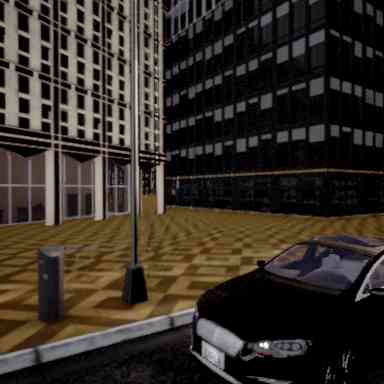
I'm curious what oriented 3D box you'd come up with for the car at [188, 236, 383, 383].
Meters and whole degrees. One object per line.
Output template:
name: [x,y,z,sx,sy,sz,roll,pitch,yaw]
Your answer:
car: [2.235,1.471,4.945,4.902,1.511,2.128,0,0,-35]
